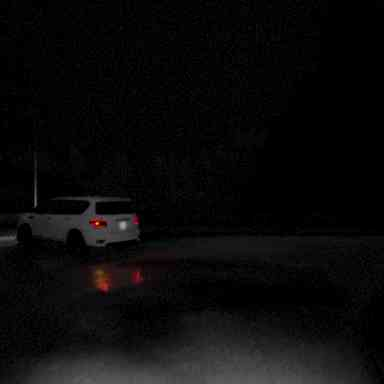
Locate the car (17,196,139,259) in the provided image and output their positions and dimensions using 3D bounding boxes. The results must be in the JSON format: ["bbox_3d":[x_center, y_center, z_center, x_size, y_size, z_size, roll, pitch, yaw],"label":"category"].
[{"bbox_3d":[-4.458,1.171,12.729,5.566,2.045,2.150,0,-1,37],"label":"car"}]
